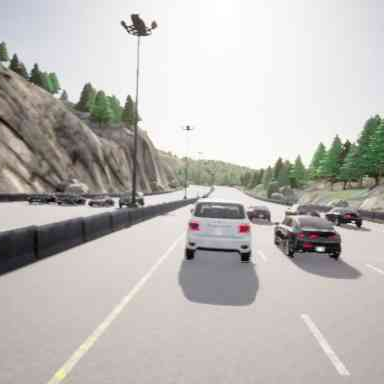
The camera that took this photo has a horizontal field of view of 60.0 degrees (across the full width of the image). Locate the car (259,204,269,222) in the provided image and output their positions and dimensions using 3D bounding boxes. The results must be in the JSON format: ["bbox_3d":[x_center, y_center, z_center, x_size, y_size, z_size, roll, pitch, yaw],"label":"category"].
[{"bbox_3d":[5.938,1.816,29.832,1.812,1.442,4.674,3,0,5],"label":"car"}]

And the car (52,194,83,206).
[{"bbox_3d":[-14.453,0.995,40.108,1.895,1.301,4.718,3,0,5],"label":"car"}]

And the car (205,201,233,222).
[{"bbox_3d":[2.375,1.623,29.189,2.128,1.511,4.902,3,0,5],"label":"car"}]

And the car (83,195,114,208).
[{"bbox_3d":[-10.905,1.099,40.571,2.033,1.411,5.357,3,0,5],"label":"car"}]

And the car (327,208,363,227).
[{"bbox_3d":[12.836,2.100,28.414,1.837,1.490,4.892,3,0,5],"label":"car"}]

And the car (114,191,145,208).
[{"bbox_3d":[-7.349,0.934,40.959,2.150,2.045,5.566,3,0,5],"label":"car"}]

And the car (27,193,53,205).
[{"bbox_3d":[-17.939,0.840,40.359,1.895,1.301,4.718,3,0,5],"label":"car"}]

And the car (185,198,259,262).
[{"bbox_3d":[1.037,1.276,12.774,2.150,2.045,5.566,3,0,5],"label":"car"}]

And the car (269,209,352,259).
[{"bbox_3d":[4.623,1.722,13.836,1.837,1.490,4.892,3,0,5],"label":"car"}]

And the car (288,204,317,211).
[{"bbox_3d":[9.324,1.791,28.314,2.097,1.767,4.553,3,0,5],"label":"car"}]
